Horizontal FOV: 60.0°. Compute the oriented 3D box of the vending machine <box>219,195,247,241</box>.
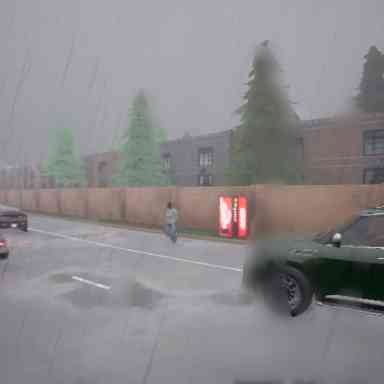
[{"bbox_3d":[1.982,1.192,16.014,0.880,2.100,1.100,0,0,42],"label":"vending machine"}]

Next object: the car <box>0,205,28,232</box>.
[{"bbox_3d":[-11.016,1.496,19.119,1.837,1.490,4.892,0,0,-45],"label":"car"}]

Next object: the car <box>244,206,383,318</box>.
[{"bbox_3d":[3.673,1.213,5.742,5.566,2.045,2.150,-1,-1,37],"label":"car"}]

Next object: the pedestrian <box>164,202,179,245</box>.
[{"bbox_3d":[-0.879,1.290,14.056,0.375,1.860,0.375,0,0,42],"label":"pedestrian"}]

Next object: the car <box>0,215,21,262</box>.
[{"bbox_3d":[-7.671,1.542,10.801,5.357,1.411,2.033,0,0,44],"label":"car"}]
